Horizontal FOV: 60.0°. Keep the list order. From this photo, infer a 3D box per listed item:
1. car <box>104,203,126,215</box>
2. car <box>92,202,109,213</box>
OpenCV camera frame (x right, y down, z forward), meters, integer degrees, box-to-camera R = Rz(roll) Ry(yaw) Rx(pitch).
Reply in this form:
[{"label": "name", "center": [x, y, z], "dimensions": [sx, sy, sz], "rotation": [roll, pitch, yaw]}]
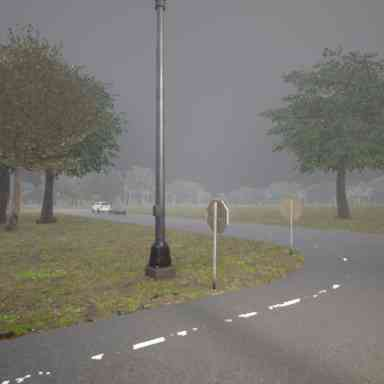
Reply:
[{"label": "car", "center": [-12.390, 3.023, 54.794], "dimensions": [1.994, 1.385, 4.181], "rotation": [2, -2, -32]}, {"label": "car", "center": [-16.699, 2.809, 61.239], "dimensions": [2.150, 2.045, 5.566], "rotation": [2, -2, -34]}]
